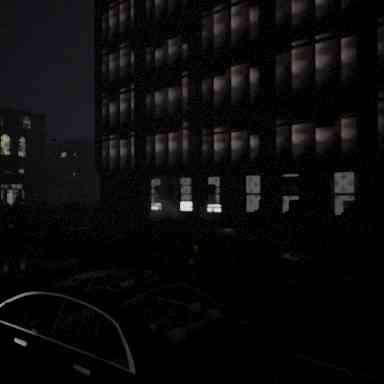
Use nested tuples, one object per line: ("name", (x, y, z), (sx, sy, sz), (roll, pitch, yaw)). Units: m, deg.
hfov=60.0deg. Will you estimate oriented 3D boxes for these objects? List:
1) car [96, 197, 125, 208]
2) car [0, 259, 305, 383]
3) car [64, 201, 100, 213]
("car", (-12.503, 1.583, 51.269), (1.967, 1.590, 4.097), (-1, -1, 36))
("car", (-1.077, 1.547, 3.647), (4.403, 1.369, 2.008), (0, 0, 35))
("car", (-12.287, 1.636, 37.363), (1.802, 1.307, 4.206), (-1, -1, 36))
